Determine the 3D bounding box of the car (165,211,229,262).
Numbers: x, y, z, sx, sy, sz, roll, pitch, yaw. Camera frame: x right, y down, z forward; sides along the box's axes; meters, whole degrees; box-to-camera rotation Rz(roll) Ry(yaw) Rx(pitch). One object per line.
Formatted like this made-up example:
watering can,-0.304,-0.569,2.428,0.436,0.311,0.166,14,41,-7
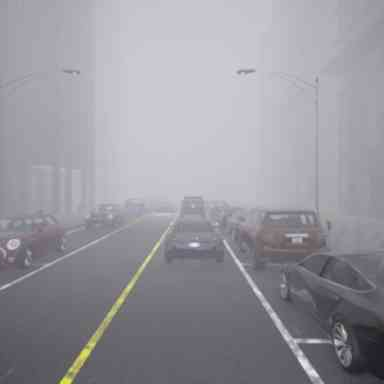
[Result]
car,0.080,1.623,12.375,1.994,1.385,4.181,0,0,0

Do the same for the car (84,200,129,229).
car,-5.770,1.546,22.363,1.967,1.590,4.097,0,0,0

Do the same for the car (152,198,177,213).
car,-3.102,1.748,38.895,1.994,1.385,4.181,0,0,0

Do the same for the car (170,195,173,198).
car,-5.780,1.925,73.091,1.947,1.339,4.313,0,0,0

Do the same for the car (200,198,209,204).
car,2.745,1.941,73.098,1.802,1.307,4.206,0,0,0

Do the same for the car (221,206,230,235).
car,2.756,1.624,16.736,1.887,1.381,4.507,0,0,0

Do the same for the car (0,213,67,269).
car,-5.768,1.493,11.090,1.967,1.590,4.097,0,0,0

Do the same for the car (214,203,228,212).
car,2.755,1.671,22.372,1.947,1.339,4.313,0,0,0

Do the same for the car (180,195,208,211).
car,0.089,1.368,31.068,2.150,2.045,5.566,0,0,0

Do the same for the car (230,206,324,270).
car,2.757,1.368,11.101,2.192,1.841,5.009,0,0,0

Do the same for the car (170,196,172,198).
car,-5.779,1.895,67.455,1.947,1.339,4.313,0,0,0

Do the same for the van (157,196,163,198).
van,-5.777,1.584,50.546,1.690,1.788,3.998,0,0,0

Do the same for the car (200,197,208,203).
car,2.743,1.971,78.735,1.802,1.307,4.206,0,0,0

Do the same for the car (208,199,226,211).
car,2.752,1.599,33.645,1.967,1.590,4.097,0,0,0

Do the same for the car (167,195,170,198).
car,-5.779,1.616,61.819,2.192,1.841,5.009,0,0,0

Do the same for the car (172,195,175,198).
car,-5.782,1.940,78.727,2.008,1.369,4.403,0,0,0

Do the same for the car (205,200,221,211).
car,2.750,1.780,44.917,1.947,1.339,4.313,0,0,0

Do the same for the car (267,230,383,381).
car,2.759,1.592,5.463,1.947,1.339,4.313,0,0,0

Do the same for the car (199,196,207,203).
car,2.742,1.860,84.372,1.967,1.590,4.097,0,0,0

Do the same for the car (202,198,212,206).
car,2.747,1.882,61.826,1.802,1.307,4.206,0,0,0

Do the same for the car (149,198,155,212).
car,-5.773,1.711,39.102,1.752,1.417,4.829,0,0,0

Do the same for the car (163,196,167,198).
car,-5.777,1.712,56.181,1.967,1.590,4.097,0,0,0

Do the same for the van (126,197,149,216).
van,-5.773,1.500,33.636,1.690,1.788,3.998,0,0,0
